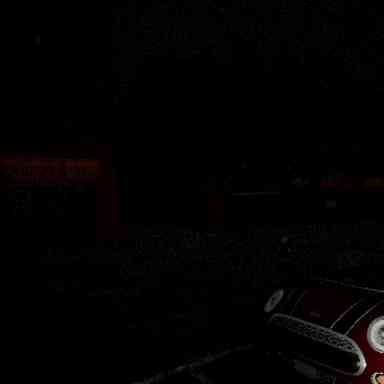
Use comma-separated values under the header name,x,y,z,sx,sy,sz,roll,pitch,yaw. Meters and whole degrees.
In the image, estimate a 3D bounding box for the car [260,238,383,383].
name,x,y,z,sx,sy,sz,roll,pitch,yaw
car,2.885,1.465,4.889,4.097,1.590,1.967,0,-2,-35
